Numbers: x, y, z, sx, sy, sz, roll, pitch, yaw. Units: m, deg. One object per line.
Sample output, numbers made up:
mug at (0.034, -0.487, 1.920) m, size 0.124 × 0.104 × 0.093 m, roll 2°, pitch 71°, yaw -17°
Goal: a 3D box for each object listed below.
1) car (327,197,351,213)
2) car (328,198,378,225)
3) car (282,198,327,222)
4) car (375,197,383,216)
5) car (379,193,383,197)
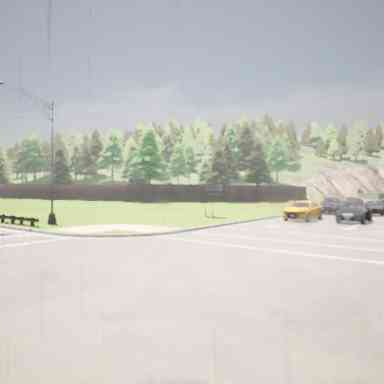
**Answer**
car at (14.028, 1.290, 33.199) m, size 2.097 × 1.767 × 4.553 m, roll 1°, pitch 0°, yaw 36°
car at (11.860, 1.457, 24.294) m, size 2.128 × 1.511 × 4.902 m, roll 1°, pitch 0°, yaw 36°
car at (8.647, 1.415, 25.825) m, size 1.882 × 1.535 × 5.008 m, roll 1°, pitch 0°, yaw 36°
car at (17.914, 1.513, 32.592) m, size 2.033 × 1.411 × 5.357 m, roll 1°, pitch 0°, yaw 36°
car at (24.222, 1.186, 41.215) m, size 2.150 × 2.045 × 5.566 m, roll 1°, pitch 1°, yaw 36°
